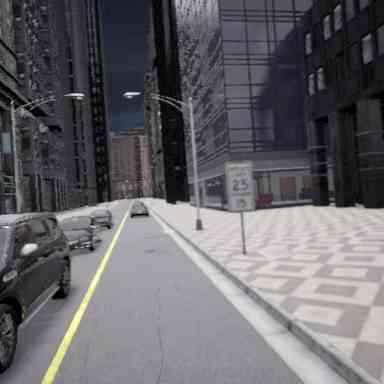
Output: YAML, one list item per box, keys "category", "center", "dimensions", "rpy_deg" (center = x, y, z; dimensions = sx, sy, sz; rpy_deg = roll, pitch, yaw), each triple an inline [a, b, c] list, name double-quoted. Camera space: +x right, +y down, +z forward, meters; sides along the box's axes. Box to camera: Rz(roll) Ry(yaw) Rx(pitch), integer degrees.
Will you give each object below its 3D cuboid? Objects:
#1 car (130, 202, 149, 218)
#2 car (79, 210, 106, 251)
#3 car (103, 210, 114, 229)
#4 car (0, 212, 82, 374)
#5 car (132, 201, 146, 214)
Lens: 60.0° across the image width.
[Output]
- category: "car"
  center: [-5.816, 2.061, 36.929]
  dimensions: [1.994, 1.385, 4.181]
  rpy_deg: [-4, 0, -9]
- category: "car"
  center: [-5.511, 1.940, 16.110]
  dimensions: [1.837, 1.490, 4.892]
  rpy_deg: [-4, 0, -10]
- category: "car"
  center: [-7.263, 2.131, 26.462]
  dimensions: [2.033, 1.411, 5.357]
  rpy_deg: [-4, 0, -10]
- category: "car"
  center: [-3.834, 1.509, 6.162]
  dimensions: [2.150, 2.045, 5.566]
  rpy_deg: [-4, 0, -7]
- category: "car"
  center: [-7.542, 2.121, 47.106]
  dimensions: [1.837, 1.490, 4.892]
  rpy_deg: [-4, 0, -10]
